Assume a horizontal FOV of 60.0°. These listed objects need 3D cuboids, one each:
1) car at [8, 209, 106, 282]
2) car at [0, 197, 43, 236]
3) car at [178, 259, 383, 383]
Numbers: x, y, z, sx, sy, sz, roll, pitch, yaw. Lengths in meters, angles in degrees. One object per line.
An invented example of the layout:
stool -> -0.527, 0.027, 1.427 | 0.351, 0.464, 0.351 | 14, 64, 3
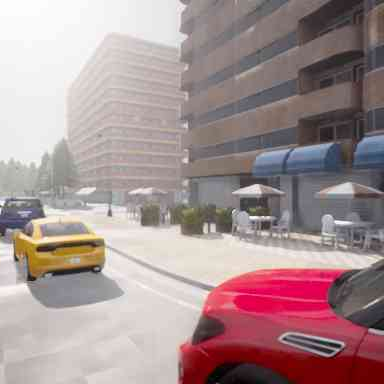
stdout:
car -> -4.200, 1.514, 10.112 | 1.882, 1.535, 5.008 | 0, 0, -34
car -> -9.909, 1.297, 19.388 | 2.150, 2.045, 5.566 | 0, 0, -29
car -> 2.536, 1.221, 2.336 | 5.566, 2.045, 2.150 | 0, 0, 34
